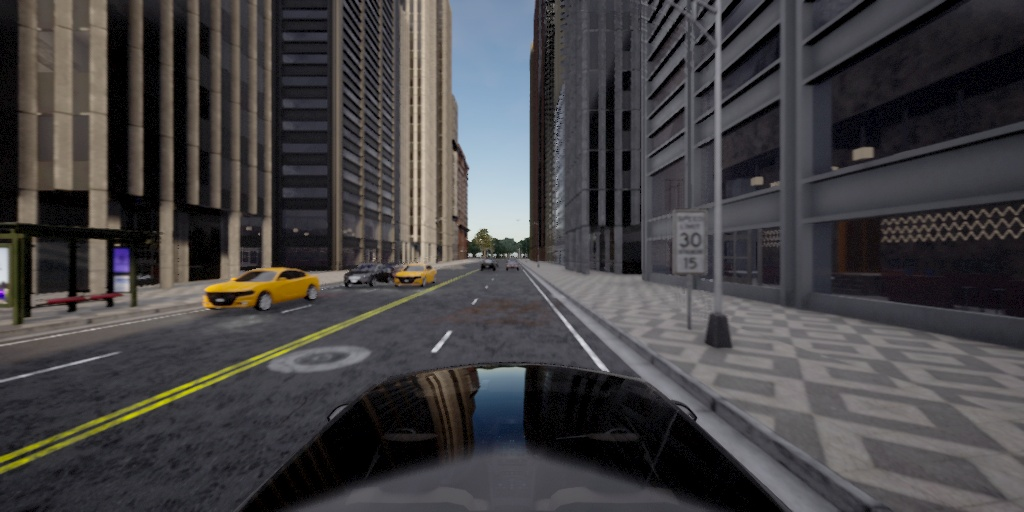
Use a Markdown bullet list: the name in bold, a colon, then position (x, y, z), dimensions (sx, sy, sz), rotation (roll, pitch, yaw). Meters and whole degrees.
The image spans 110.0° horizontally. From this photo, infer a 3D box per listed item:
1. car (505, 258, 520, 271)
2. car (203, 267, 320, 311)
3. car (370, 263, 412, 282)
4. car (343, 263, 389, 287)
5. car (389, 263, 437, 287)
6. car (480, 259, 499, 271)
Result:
- **car**: position (0.074, 1.304, 49.709), dimensions (2.033, 1.411, 5.357), rotation (0, 0, 0)
- **car**: position (-9.846, 1.224, 14.589), dimensions (1.882, 1.535, 5.008), rotation (0, 0, 0)
- **car**: position (-9.819, 1.311, 29.496), dimensions (1.994, 1.385, 4.181), rotation (0, 0, 0)
- **car**: position (-9.755, 1.275, 24.595), dimensions (2.128, 1.511, 4.902), rotation (0, 0, 0)
- **car**: position (-6.505, 1.267, 24.596), dimensions (1.882, 1.535, 5.008), rotation (0, 0, 0)
- **car**: position (-3.181, 1.233, 48.746), dimensions (1.882, 1.535, 5.008), rotation (0, 0, 0)
